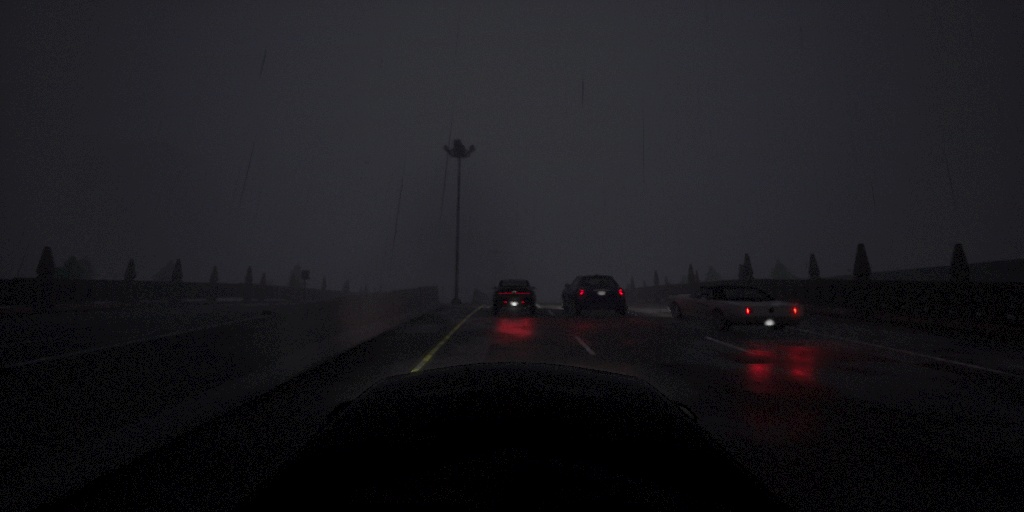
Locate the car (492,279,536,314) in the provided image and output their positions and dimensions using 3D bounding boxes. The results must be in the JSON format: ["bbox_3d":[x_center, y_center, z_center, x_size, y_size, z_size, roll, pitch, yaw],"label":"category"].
[{"bbox_3d":[0.099,1.863,17.002,1.837,1.490,4.892,0,-4,0],"label":"car"}]

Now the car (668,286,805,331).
[{"bbox_3d":[7.099,1.661,12.109,1.895,1.301,4.718,0,-3,0],"label":"car"}]

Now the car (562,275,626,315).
[{"bbox_3d":[3.599,1.676,16.489,2.097,1.767,4.553,0,-4,0],"label":"car"}]
